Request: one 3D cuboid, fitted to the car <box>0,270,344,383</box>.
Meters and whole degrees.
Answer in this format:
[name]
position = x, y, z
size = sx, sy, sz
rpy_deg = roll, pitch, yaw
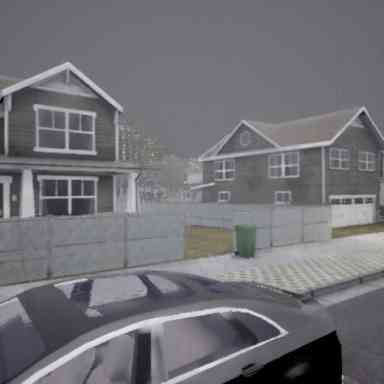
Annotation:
[car]
position = -0.845, 1.492, 2.468
size = 4.902, 1.511, 2.128
rpy_deg = 0, 0, -35
